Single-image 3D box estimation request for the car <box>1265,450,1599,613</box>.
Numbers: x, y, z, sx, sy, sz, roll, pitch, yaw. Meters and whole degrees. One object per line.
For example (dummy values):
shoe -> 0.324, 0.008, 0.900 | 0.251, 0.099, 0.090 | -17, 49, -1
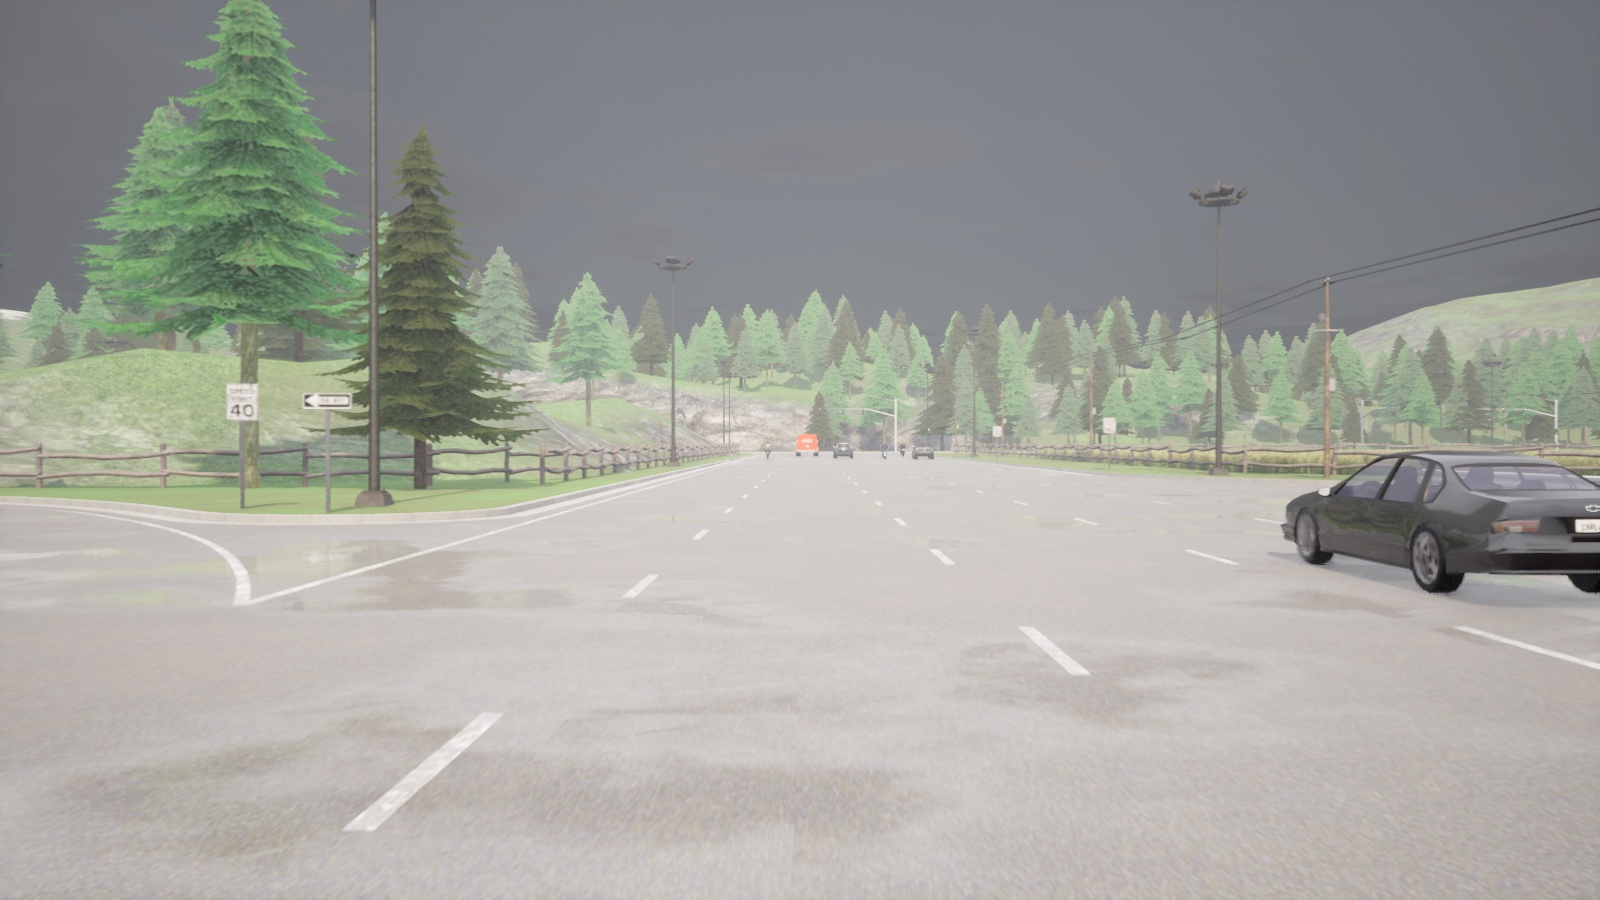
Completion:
car -> 7.093, 0.722, 13.776 | 2.033, 1.411, 5.357 | 0, 0, 0
